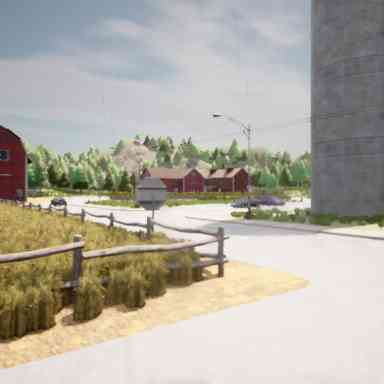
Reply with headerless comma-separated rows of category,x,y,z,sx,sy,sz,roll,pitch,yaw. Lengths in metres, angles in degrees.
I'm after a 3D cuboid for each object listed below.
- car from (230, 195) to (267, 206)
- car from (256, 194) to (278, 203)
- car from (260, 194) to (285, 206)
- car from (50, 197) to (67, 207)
car,7.334,1.493,44.955,4.902,1.511,2.128,0,0,-36
car,16.494,1.314,73.243,1.932,1.855,4.605,0,0,-36
car,13.002,1.483,54.271,2.242,1.667,4.611,0,0,-36
car,-21.074,1.527,52.515,1.812,1.442,4.674,0,0,-34
